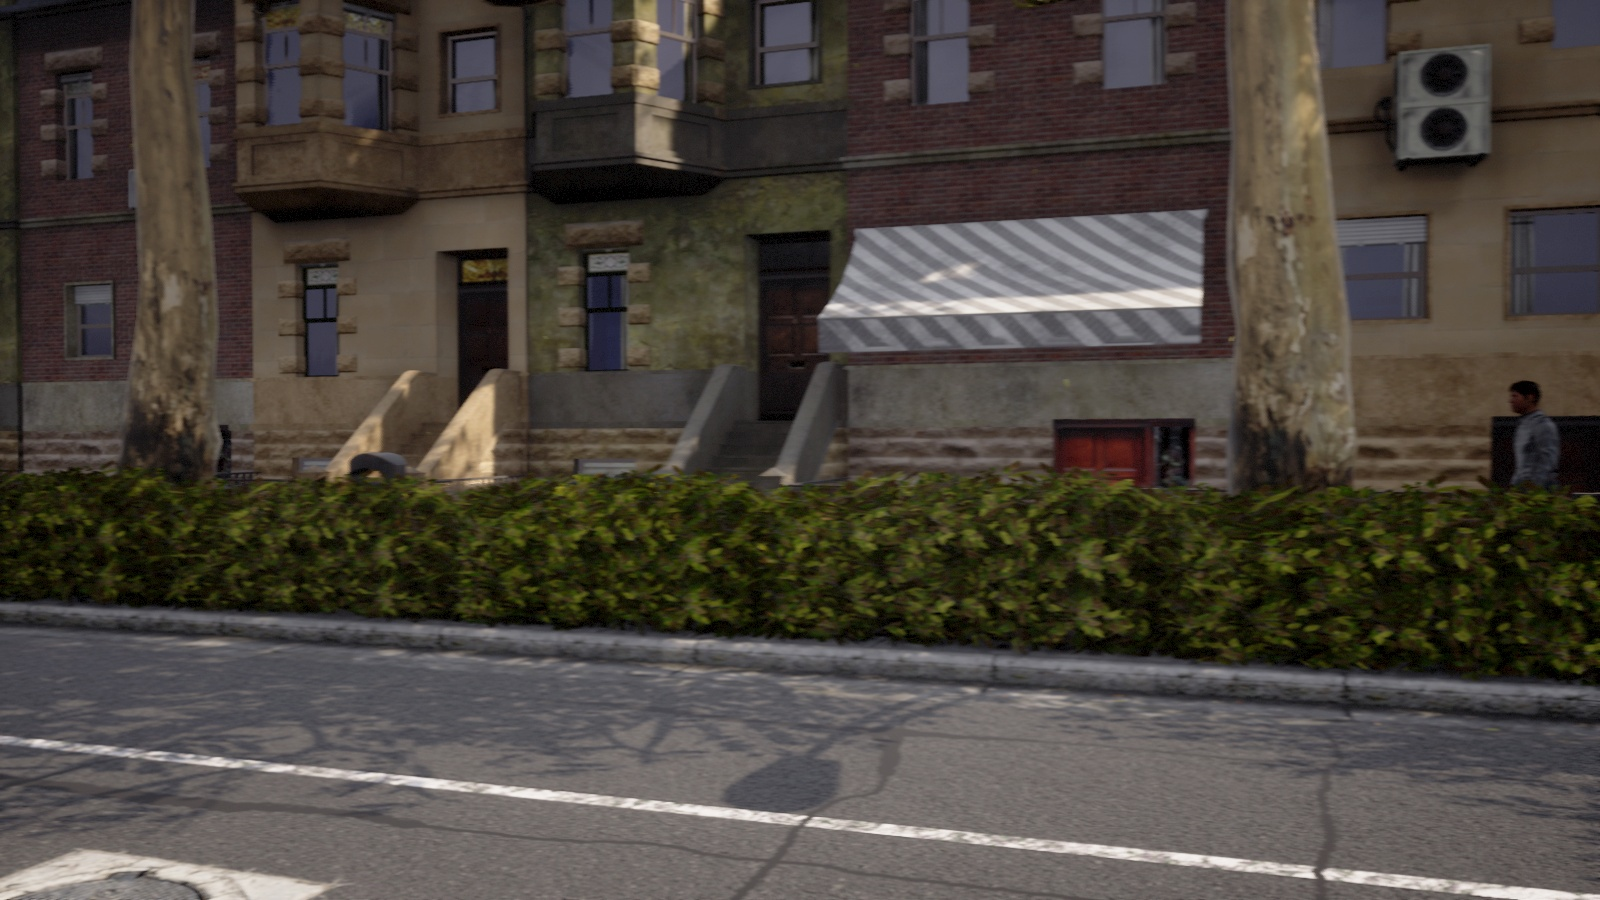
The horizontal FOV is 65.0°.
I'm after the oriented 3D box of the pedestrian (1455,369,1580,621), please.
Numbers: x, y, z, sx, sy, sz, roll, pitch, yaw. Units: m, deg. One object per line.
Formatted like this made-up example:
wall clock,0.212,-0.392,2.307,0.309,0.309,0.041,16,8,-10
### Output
pedestrian,5.728,0.344,10.055,0.788,1.949,0.423,1,1,19
